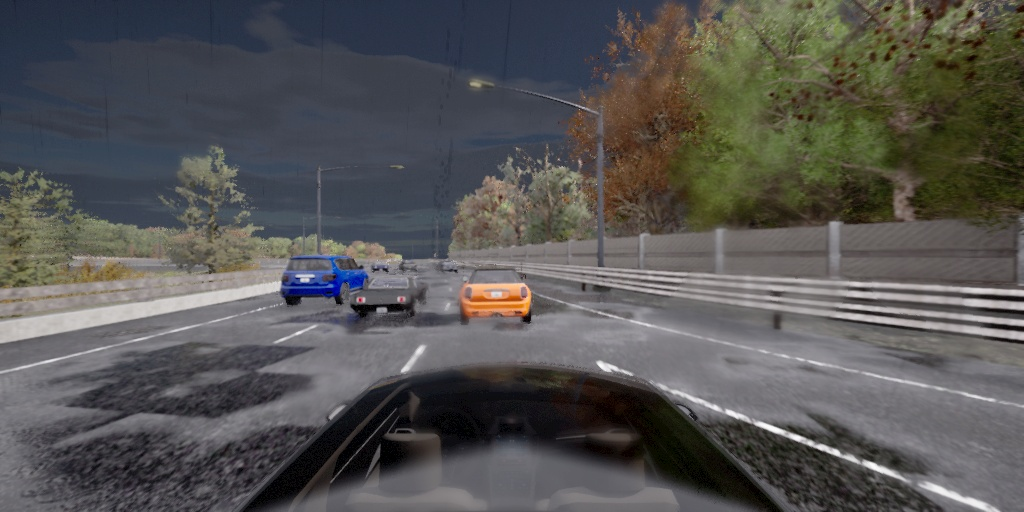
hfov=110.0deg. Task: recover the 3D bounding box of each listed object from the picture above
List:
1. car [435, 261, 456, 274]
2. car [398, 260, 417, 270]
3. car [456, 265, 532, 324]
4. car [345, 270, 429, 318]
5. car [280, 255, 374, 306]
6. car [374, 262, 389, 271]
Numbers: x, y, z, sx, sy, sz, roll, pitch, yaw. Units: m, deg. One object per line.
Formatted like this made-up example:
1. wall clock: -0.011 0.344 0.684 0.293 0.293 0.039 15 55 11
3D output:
1. car: -7.660 1.296 41.820 2.033 1.411 5.357 0 0 -21
2. car: -13.738 1.257 47.072 2.128 1.511 4.902 0 0 -24
3. car: -0.636 1.097 12.182 2.097 1.767 4.553 0 0 -5
4. car: -4.205 1.357 13.128 1.895 1.301 4.718 0 0 -6
5. car: -8.091 0.990 16.032 2.150 2.045 5.566 0 0 -8
6. car: -16.887 1.378 45.647 1.895 1.301 4.718 0 0 -25
